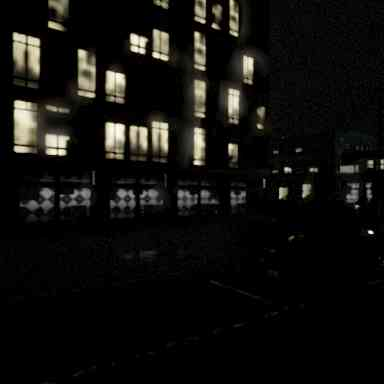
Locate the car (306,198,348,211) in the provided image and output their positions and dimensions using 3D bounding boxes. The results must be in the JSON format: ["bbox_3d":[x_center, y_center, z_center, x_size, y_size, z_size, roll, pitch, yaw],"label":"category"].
[{"bbox_3d":[15.712,1.458,38.813,1.802,1.307,4.206,1,0,-36],"label":"car"}]

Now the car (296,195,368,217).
[{"bbox_3d":[12.251,1.191,29.382,2.192,1.841,5.009,1,0,-36],"label":"car"}]

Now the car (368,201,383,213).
[{"bbox_3d":[18.997,1.489,34.345,1.887,1.381,4.507,1,0,-36],"label":"car"}]

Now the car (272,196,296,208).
[{"bbox_3d":[12.429,1.247,43.283,1.967,1.590,4.097,1,0,-36],"label":"car"}]

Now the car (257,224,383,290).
[{"bbox_3d":[3.734,1.594,9.221,4.313,1.339,1.947,0,0,-36],"label":"car"}]
